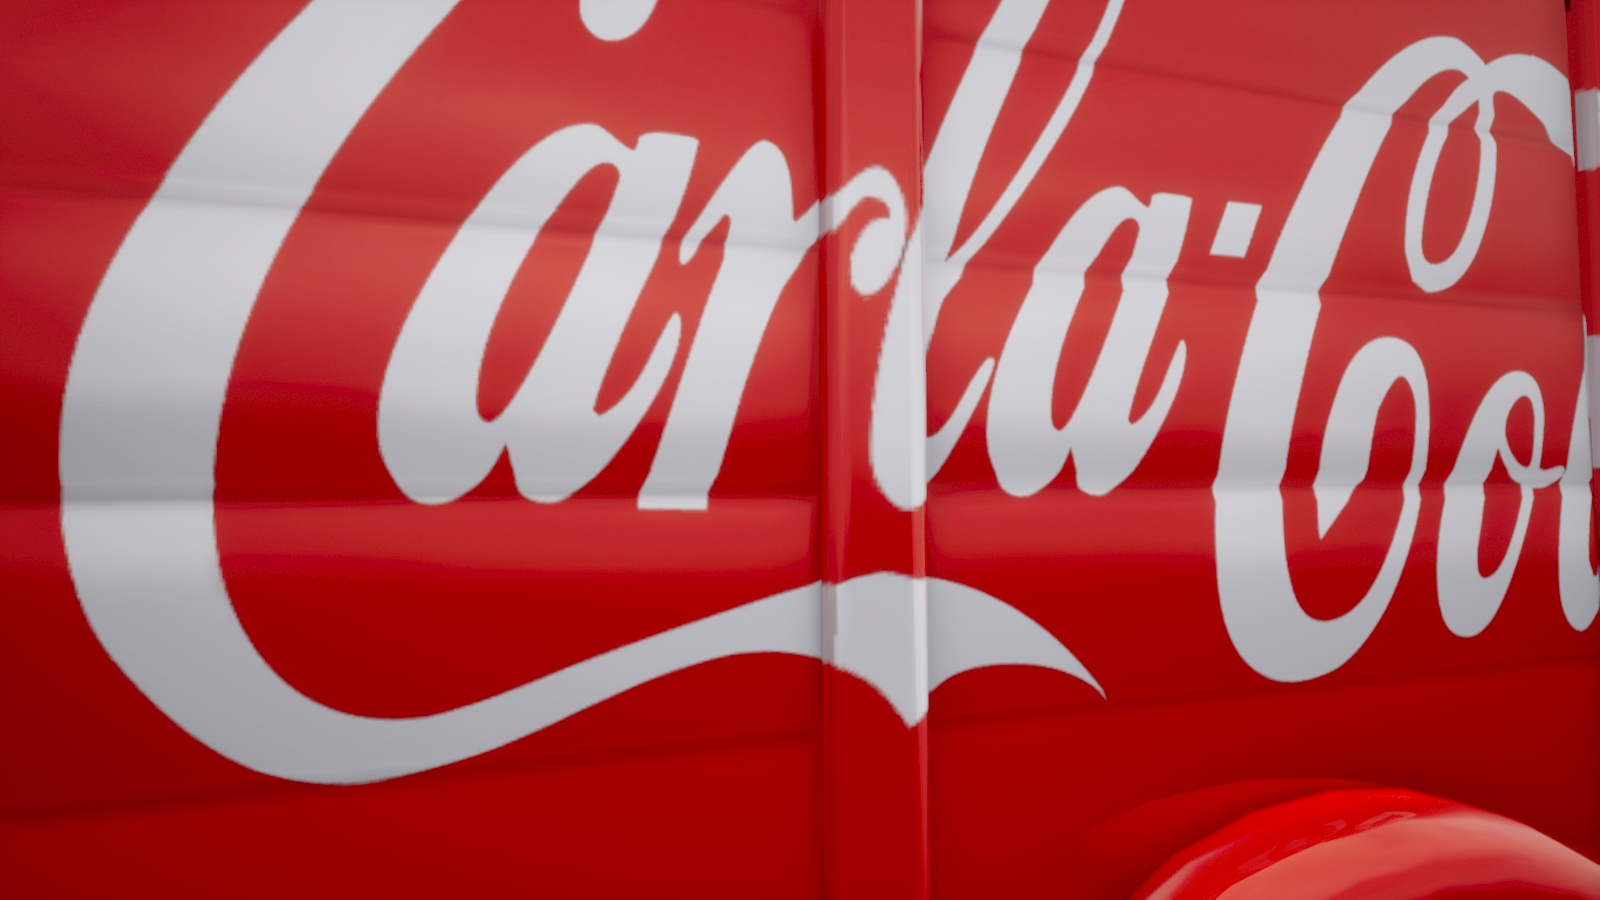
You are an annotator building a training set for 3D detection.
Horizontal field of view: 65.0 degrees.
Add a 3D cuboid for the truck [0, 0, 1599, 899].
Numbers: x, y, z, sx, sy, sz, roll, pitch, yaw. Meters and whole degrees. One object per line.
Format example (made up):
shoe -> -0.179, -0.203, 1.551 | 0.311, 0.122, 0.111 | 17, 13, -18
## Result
truck -> -0.963, 0.256, 1.884 | 5.204, 2.467, 2.627 | 0, 0, -26
